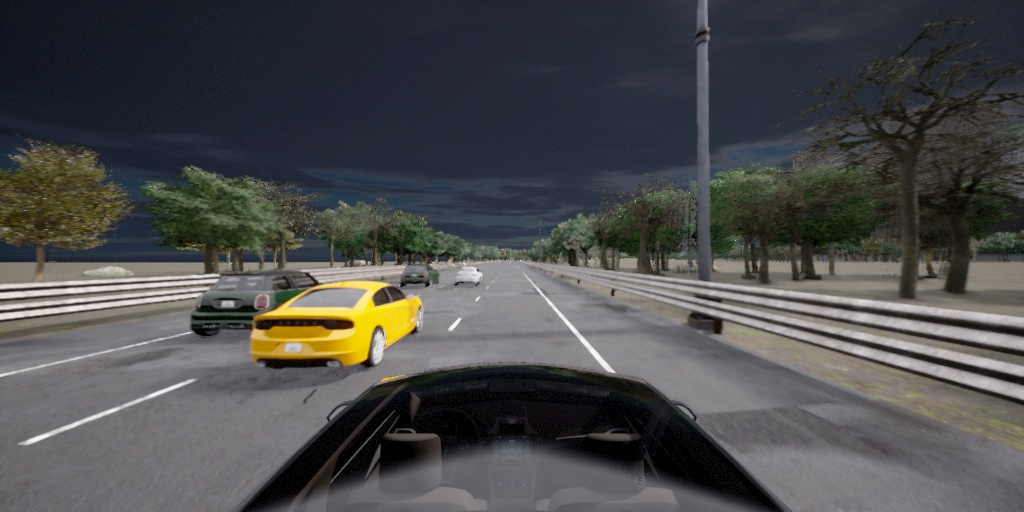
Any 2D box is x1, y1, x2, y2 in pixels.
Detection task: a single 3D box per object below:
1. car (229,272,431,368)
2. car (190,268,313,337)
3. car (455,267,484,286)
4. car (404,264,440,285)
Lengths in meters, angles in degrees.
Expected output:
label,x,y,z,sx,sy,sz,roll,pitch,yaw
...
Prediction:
label,x,y,z,sx,sy,sz,roll,pitch,yaw
car,-3.401,1.298,8.058,1.882,1.535,5.008,0,-1,0
car,-6.900,1.204,10.838,2.097,1.767,4.553,0,-1,0
car,-3.393,1.584,28.704,1.812,1.442,4.674,0,-1,0
car,-6.895,1.396,27.466,2.097,1.767,4.553,0,-1,0
